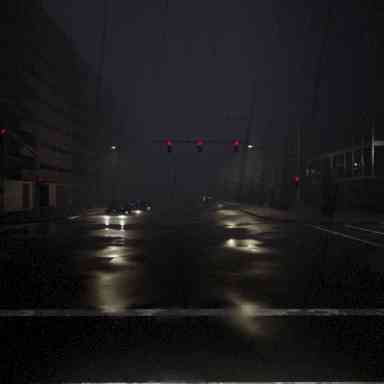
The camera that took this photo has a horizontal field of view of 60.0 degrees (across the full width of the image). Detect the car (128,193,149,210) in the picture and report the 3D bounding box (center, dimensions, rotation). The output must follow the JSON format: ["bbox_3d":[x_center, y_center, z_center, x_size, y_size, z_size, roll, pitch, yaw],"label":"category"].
[{"bbox_3d":[-7.457,1.221,44.130,2.150,2.045,5.566,0,0,1],"label":"car"}]

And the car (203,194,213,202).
[{"bbox_3d":[3.456,1.355,74.574,2.097,1.767,4.553,0,0,1],"label":"car"}]

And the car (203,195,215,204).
[{"bbox_3d":[3.453,1.491,64.709,2.128,1.511,4.902,0,0,1],"label":"car"}]

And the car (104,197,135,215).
[{"bbox_3d":[-7.471,1.526,34.219,1.812,1.442,4.674,0,0,0],"label":"car"}]

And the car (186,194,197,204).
[{"bbox_3d":[-0.046,1.564,64.617,1.994,1.385,4.181,0,0,1],"label":"car"}]

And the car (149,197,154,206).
[{"bbox_3d":[-7.347,1.547,54.594,2.033,1.411,5.357,0,0,1],"label":"car"}]
